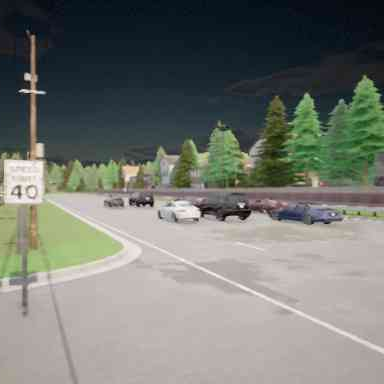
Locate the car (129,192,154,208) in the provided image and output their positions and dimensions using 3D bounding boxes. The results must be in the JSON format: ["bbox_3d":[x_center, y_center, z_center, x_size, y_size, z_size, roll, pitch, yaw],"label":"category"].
[{"bbox_3d":[-6.708,0.975,43.742,2.150,2.045,5.566,0,0,-26],"label":"car"}]

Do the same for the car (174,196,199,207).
[{"bbox_3d":[-0.852,1.295,47.697,1.994,1.385,4.181,0,0,-26],"label":"car"}]

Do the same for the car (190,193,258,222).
[{"bbox_3d":[2.262,1.078,25.501,2.150,2.045,5.566,0,0,-26],"label":"car"}]

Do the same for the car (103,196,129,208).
[{"bbox_3d":[-10.100,1.250,42.708,2.128,1.511,4.902,0,0,-26],"label":"car"}]

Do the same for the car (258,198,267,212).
[{"bbox_3d":[6.913,1.346,31.906,1.812,1.442,4.674,0,0,-26],"label":"car"}]

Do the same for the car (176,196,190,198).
[{"bbox_3d":[-1.337,1.318,40.753,2.033,1.411,5.357,0,0,-26],"label":"car"}]

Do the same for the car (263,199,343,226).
[{"bbox_3d":[7.555,1.420,22.667,2.033,1.411,5.357,0,0,-26],"label":"car"}]

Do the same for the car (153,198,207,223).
[{"bbox_3d":[-1.029,1.388,24.260,1.812,1.442,4.674,0,0,-26],"label":"car"}]
